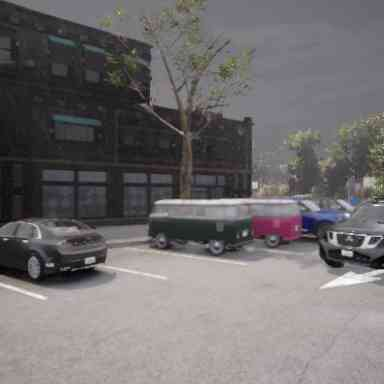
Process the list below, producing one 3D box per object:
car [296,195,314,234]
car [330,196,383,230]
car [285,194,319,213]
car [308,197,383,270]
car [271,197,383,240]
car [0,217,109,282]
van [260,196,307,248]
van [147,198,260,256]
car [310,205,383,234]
[{"bbox_3d":[5.091,1.291,16.666,5.566,2.045,2.435,-1,-1,35],"label":"car"},{"bbox_3d":[12.272,1.328,21.827,5.566,2.045,2.435,-1,-1,35],"label":"car"},{"bbox_3d":[14.090,1.382,42.335,2.435,2.045,5.566,0,1,36],"label":"car"},{"bbox_3d":[6.326,1.267,10.329,5.566,2.045,2.150,0,0,-35],"label":"car"},{"bbox_3d":[7.503,1.303,18.380,5.566,2.045,2.435,-1,-1,35],"label":"car"},{"bbox_3d":[-4.573,1.495,9.816,4.892,1.521,2.231,-1,-1,34],"label":"car"},{"bbox_3d":[2.556,1.306,15.024,4.442,1.987,1.878,-1,-1,35],"label":"van"},{"bbox_3d":[0.144,1.294,13.309,4.442,1.987,1.878,-1,-1,35],"label":"van"},{"bbox_3d":[9.918,1.596,20.102,4.792,1.488,2.163,-1,-1,34],"label":"car"}]
